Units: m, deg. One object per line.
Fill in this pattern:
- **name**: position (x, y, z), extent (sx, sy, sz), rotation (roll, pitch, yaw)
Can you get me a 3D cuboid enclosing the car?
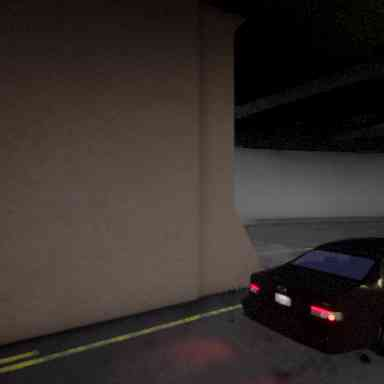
- **car**: position (3.403, 1.544, 5.956), extent (5.357, 1.411, 2.033), rotation (0, 0, -32)
